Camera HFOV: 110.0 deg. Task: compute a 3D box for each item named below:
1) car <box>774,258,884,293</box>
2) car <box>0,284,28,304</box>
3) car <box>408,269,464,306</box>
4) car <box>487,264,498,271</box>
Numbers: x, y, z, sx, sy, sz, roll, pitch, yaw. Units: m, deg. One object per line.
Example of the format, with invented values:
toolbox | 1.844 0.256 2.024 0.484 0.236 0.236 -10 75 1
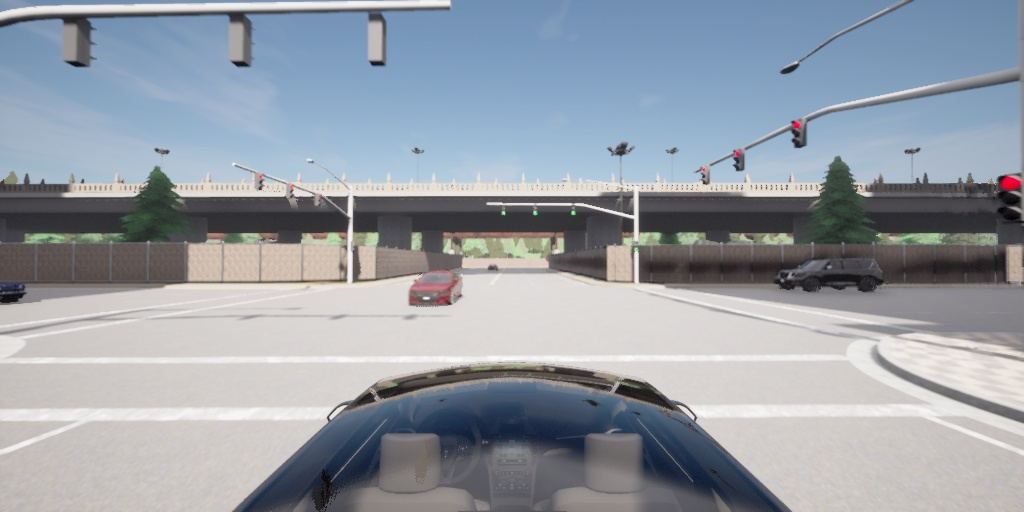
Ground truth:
car | 19.464 1.170 22.140 5.566 2.045 2.150 0 -1 0
car | -23.721 1.459 15.041 4.718 1.301 1.895 0 -1 0
car | -3.496 1.440 17.136 1.882 1.535 5.008 0 0 0
car | -3.484 2.097 65.238 1.994 1.385 4.181 0 0 0
